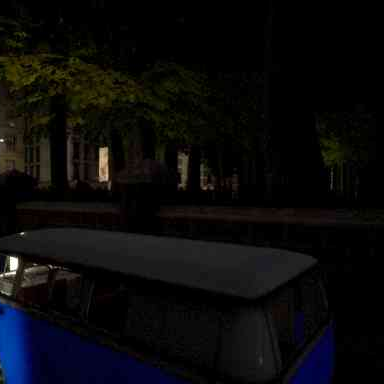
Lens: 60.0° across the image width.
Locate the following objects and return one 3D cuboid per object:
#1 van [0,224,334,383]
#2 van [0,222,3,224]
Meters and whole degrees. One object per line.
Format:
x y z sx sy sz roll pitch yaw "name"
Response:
-0.687 1.341 3.351 3.998 1.788 1.690 0 0 36 "van"
-5.278 1.340 6.657 3.998 1.788 1.690 0 0 36 "van"
